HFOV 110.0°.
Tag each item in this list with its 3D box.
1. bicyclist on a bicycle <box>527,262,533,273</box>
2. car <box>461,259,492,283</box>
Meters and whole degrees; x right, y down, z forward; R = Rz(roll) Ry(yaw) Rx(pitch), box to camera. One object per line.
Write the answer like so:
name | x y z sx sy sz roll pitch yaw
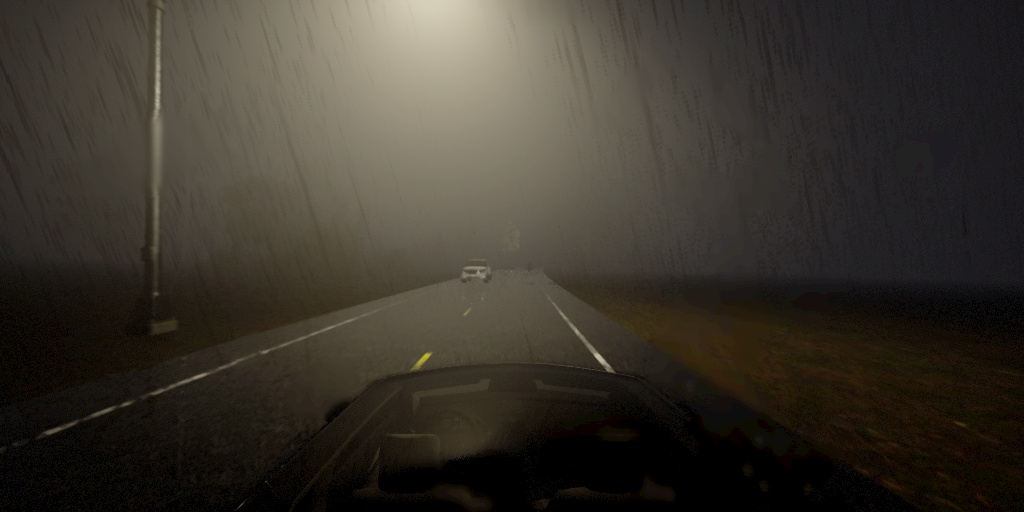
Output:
bicyclist on a bicycle | 2.494 1.694 51.685 0.659 1.776 1.843 0 -1 4
car | -3.045 1.270 31.531 2.150 2.045 5.566 0 -1 2
